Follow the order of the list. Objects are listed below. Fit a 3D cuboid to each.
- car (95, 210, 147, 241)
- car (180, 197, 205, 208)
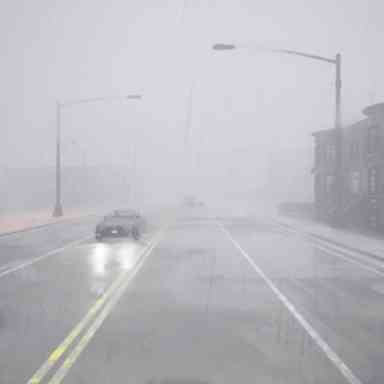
[{"bbox_3d":[-3.497,1.614,16.968,1.994,1.385,4.181,0,0,0],"label":"car"},{"bbox_3d":[0.002,1.510,51.811,2.097,1.767,4.553,0,0,-34],"label":"car"}]
